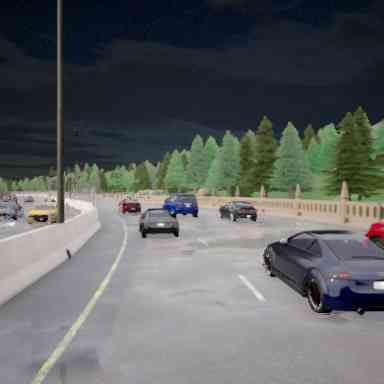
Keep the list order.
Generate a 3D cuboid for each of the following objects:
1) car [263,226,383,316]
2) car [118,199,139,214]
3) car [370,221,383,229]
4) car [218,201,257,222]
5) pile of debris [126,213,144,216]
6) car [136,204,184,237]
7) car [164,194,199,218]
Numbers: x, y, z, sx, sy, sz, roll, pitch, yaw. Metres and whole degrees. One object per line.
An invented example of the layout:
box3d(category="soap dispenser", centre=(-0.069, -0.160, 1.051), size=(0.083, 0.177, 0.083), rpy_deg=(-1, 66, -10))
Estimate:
box3d(category="car", centre=(3.081, 1.552, 7.634), size=(1.994, 1.385, 4.181), rpy_deg=(0, 0, -5))
box3d(category="car", centre=(-6.681, 1.506, 35.282), size=(1.882, 1.535, 5.008), rpy_deg=(0, 0, -20))
box3d(category="car", centre=(6.598, 1.196, 8.016), size=(2.150, 2.045, 5.566), rpy_deg=(0, 0, -5))
box3d(category="car", centre=(3.497, 1.493, 26.173), size=(1.837, 1.490, 4.892), rpy_deg=(0, 0, -14))
box3d(category="pile of debris", centre=(-5.546, 2.199, 32.292), size=(1.500, 0.140, 1.860), rpy_deg=(0, 0, -19))
box3d(category="car", centre=(-1.902, 1.572, 18.278), size=(1.994, 1.385, 4.181), rpy_deg=(0, 0, -11))
box3d(category="car", centre=(-1.087, 1.227, 29.727), size=(2.150, 2.045, 5.566), rpy_deg=(0, 0, -17))
